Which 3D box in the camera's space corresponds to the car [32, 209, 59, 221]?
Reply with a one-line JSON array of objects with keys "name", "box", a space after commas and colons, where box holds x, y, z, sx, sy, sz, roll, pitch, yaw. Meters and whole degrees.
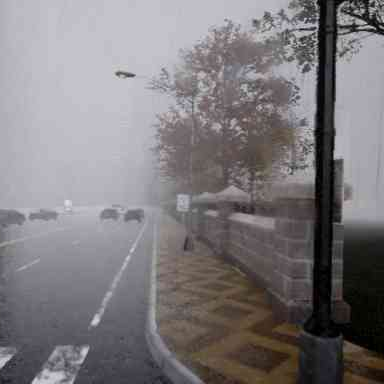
[{"name": "car", "box": [-16.726, 2.552, 37.647, 1.895, 1.301, 4.718, 2, -2, -6]}]

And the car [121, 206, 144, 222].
[{"name": "car", "box": [-7.127, 2.859, 40.520, 1.837, 1.490, 4.892, 2, -2, -6]}]

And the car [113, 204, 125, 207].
[{"name": "car", "box": [-11.724, 2.925, 53.301, 2.150, 2.045, 5.566, 2, -2, -6]}]

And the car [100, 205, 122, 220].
[{"name": "car", "box": [-10.626, 2.826, 43.161, 1.882, 1.535, 5.008, 2, -2, -6]}]

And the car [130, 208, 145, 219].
[{"name": "car", "box": [-8.349, 3.239, 51.374, 1.837, 1.490, 4.892, 2, -2, -6]}]

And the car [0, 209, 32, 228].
[{"name": "car", "box": [-15.697, 2.154, 27.839, 2.033, 1.411, 5.357, 2, -2, -7]}]
